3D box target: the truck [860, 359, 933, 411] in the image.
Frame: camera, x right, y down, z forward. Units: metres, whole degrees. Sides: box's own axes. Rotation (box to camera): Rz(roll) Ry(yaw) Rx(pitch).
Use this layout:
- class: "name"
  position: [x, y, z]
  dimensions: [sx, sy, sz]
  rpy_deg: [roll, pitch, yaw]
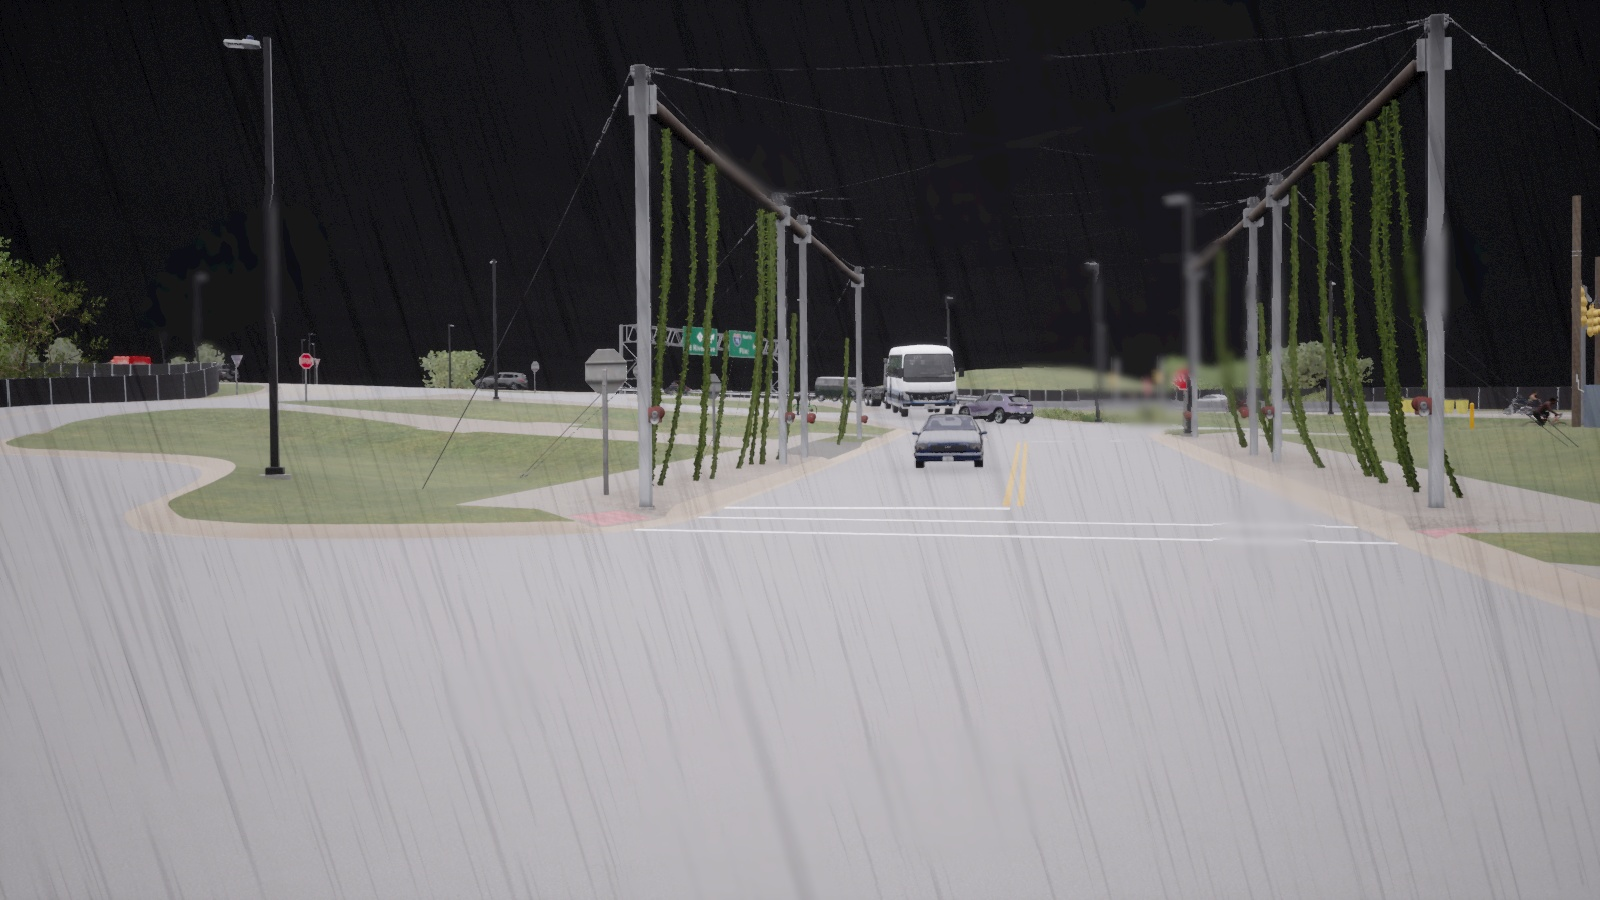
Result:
- class: "truck"
  position: [6.704, -4.678, 88.364]
  dimensions: [2.891, 3.462, 7.936]
  rpy_deg: [-1, 4, -13]

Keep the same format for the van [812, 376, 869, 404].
- class: "van"
  position: [3.107, -4.637, 97.227]
  dimensions: [1.775, 1.987, 4.442]
  rpy_deg: [-2, 5, -40]

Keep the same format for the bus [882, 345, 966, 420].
- class: "bus"
  position: [7.442, -4.249, 77.097]
  dimensions: [3.944, 4.253, 10.273]
  rpy_deg: [0, 4, -1]

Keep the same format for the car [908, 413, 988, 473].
- class: "car"
  position: [4.170, -0.257, 34.741]
  dimensions: [2.033, 1.411, 5.357]
  rpy_deg: [0, 3, 8]

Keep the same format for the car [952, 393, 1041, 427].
- class: "car"
  position: [10.474, -2.182, 67.196]
  dimensions: [2.033, 1.649, 4.856]
  rpy_deg: [0, 3, -30]
